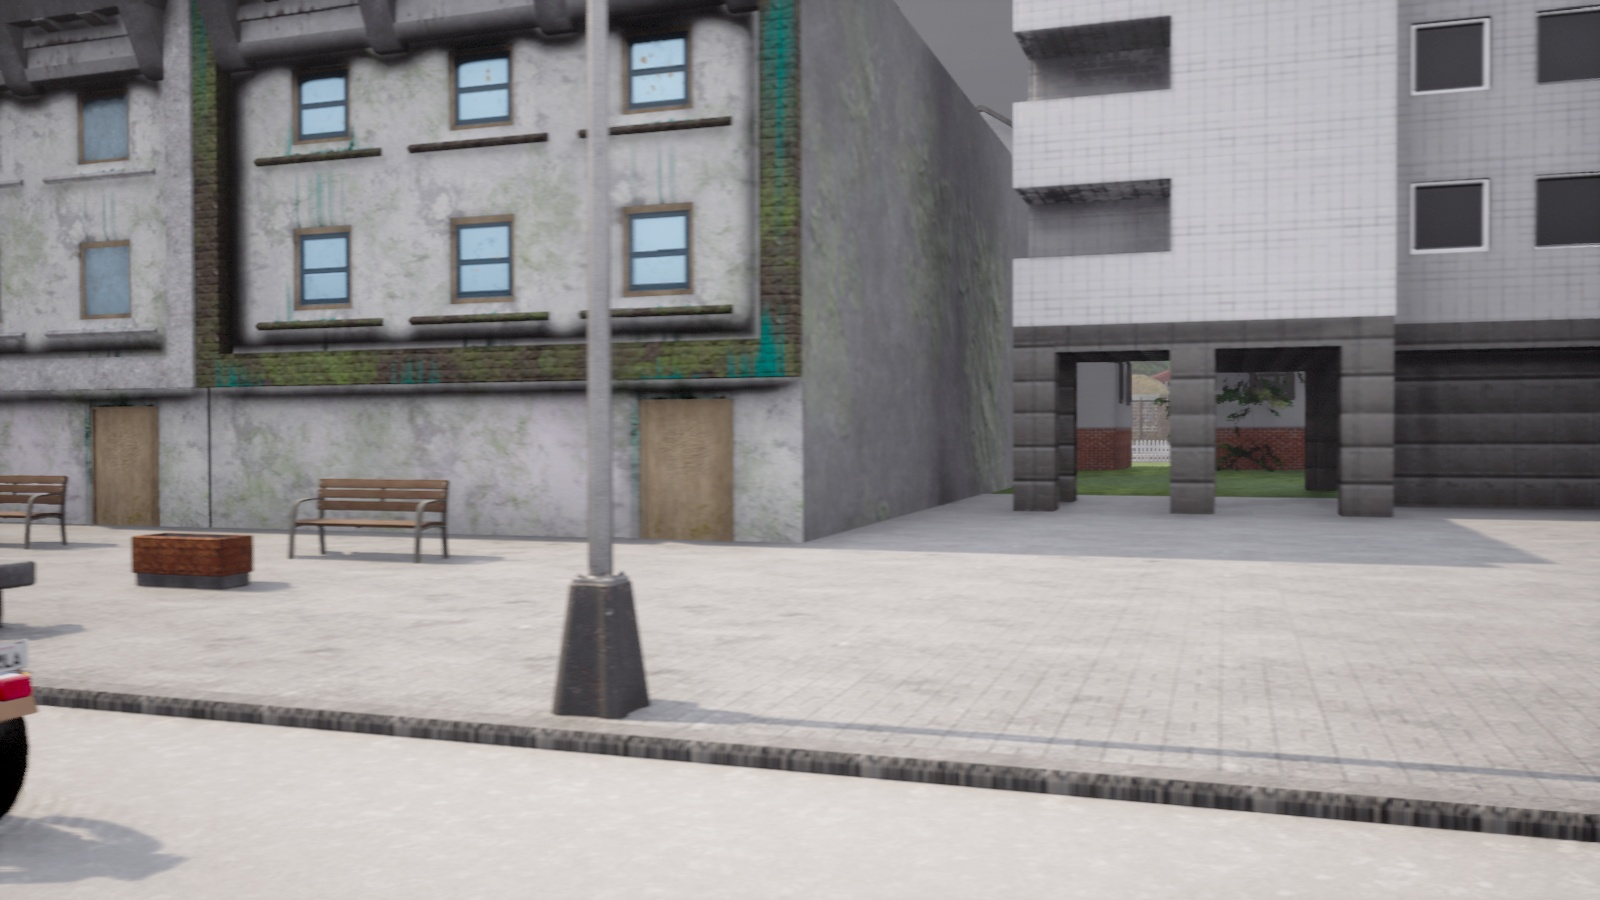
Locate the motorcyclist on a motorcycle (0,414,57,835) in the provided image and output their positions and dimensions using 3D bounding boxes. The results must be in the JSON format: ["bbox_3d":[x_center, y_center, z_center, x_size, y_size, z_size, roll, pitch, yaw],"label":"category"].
[{"bbox_3d":[-4.288,0.678,5.161,2.350,1.649,0.766,0,1,19],"label":"motorcyclist on a motorcycle"}]
